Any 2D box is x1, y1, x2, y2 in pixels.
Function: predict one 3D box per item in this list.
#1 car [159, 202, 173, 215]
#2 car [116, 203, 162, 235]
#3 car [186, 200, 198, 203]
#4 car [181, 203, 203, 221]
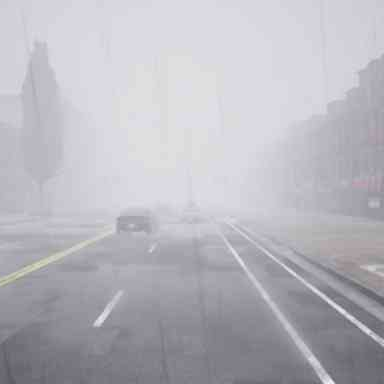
[{"bbox_3d":[-3.154,1.849,38.343,1.812,1.442,4.674,0,-1,0],"label":"car"},{"bbox_3d":[-3.155,1.624,19.829,1.882,1.535,5.008,0,0,0],"label":"car"},{"bbox_3d":[-0.004,2.171,59.138,1.837,1.490,4.892,0,-2,0],"label":"car"},{"bbox_3d":[0.001,1.900,29.239,1.895,1.301,4.718,0,-1,0],"label":"car"}]
